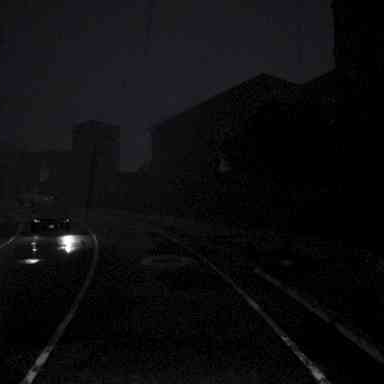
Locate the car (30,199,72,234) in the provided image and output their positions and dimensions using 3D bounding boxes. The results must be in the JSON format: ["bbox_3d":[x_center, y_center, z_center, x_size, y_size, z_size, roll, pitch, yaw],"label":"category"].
[{"bbox_3d":[-7.635,1.344,18.040,1.812,1.442,4.674,1,0,-24],"label":"car"}]

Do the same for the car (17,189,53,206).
[{"bbox_3d":[-18.214,0.694,38.648,5.566,2.045,2.150,2,-2,41],"label":"car"}]
